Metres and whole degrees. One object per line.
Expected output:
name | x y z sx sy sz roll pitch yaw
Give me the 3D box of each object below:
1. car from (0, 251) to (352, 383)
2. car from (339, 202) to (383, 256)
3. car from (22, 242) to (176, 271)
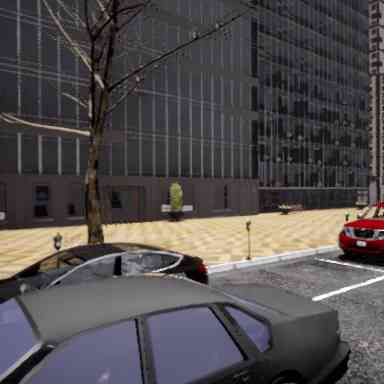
car | -0.829 1.545 2.787 5.357 1.411 2.033 0 0 -35
car | 7.307 1.281 11.779 5.009 1.841 2.192 0 0 -35
car | -1.683 1.561 5.364 4.313 1.339 1.947 0 0 -35
